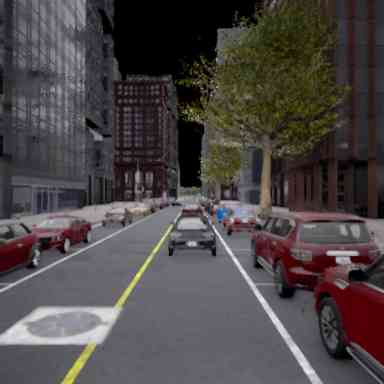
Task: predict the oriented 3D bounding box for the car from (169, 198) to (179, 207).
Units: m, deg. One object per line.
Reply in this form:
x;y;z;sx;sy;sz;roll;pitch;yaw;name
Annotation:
-2.994;2.330;65.205;1.895;1.301;4.718;0;-1;0;car

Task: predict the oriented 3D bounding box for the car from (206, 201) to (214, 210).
2.867;1.965;36.890;1.802;1.307;4.206;0;-1;0;car

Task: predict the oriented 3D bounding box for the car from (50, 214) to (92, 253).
-5.664;1.692;14.348;1.887;1.381;4.507;0;-1;0;car

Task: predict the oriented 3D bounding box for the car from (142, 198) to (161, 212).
-5.657;1.766;42.543;2.192;1.841;5.009;0;-1;0;car

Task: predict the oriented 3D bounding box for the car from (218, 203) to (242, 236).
2.863;1.644;19.973;1.967;1.590;4.097;0;-1;0;car

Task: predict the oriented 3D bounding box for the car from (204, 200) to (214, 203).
2.869;2.016;42.527;1.947;1.339;4.313;0;-1;0;car

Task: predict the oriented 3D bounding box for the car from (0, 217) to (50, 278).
-5.666;1.530;8.711;1.967;1.590;4.097;0;-1;0;car

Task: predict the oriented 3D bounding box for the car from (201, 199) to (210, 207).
2.877;2.326;70.895;1.752;1.417;4.829;0;-1;0;car

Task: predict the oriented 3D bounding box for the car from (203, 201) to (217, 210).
2.872;2.134;53.807;1.887;1.381;4.507;0;-1;0;car

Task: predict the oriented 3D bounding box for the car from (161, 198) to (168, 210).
-5.653;1.905;53.820;2.192;1.841;5.009;0;-1;0;car

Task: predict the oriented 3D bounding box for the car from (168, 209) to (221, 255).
0.025;1.668;13.910;1.812;1.442;4.674;0;0;0;car

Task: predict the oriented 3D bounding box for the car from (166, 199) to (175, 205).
-5.644;2.588;87.647;1.947;1.339;4.313;0;-1;0;car

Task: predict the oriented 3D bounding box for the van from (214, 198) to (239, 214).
2.865;1.603;25.614;1.690;1.788;3.998;0;-1;0;van

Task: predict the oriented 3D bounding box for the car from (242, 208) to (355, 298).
2.860;1.404;8.696;2.192;1.841;5.009;0;-1;0;car

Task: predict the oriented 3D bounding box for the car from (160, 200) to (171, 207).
-5.648;2.345;70.733;1.887;1.381;4.507;0;-1;0;car

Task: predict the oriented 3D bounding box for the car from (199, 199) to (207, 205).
2.882;2.603;87.640;1.802;1.307;4.206;0;-1;0;car

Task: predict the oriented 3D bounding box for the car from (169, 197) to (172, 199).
-5.650;2.044;65.097;2.192;1.841;5.009;0;-1;0;car

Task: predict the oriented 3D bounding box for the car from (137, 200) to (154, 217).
-5.658;1.907;36.733;1.752;1.417;4.829;0;-1;0;car

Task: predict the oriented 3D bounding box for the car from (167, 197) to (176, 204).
-5.643;2.414;93.288;2.192;1.841;5.009;0;-1;0;car

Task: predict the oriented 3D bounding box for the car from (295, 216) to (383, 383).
2.858;1.347;3.057;2.192;1.841;5.009;0;-1;0;car

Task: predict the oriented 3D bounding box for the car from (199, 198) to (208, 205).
2.880;2.385;82.004;1.967;1.590;4.097;0;-1;0;car

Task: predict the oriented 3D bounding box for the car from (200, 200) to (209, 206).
2.879;2.453;76.363;1.802;1.307;4.206;0;-1;0;car

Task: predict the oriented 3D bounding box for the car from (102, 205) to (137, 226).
-5.660;1.845;25.626;1.802;1.307;4.206;0;-1;0;car

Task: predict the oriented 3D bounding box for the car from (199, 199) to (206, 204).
2.883;2.664;93.279;1.947;1.339;4.313;0;-1;0;car

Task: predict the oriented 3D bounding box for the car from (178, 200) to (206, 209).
0.033;1.777;29.251;1.882;1.535;5.008;0;0;0;car

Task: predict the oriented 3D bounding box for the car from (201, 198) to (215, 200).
2.870;1.835;48.170;2.192;1.841;5.009;0;-1;0;car
